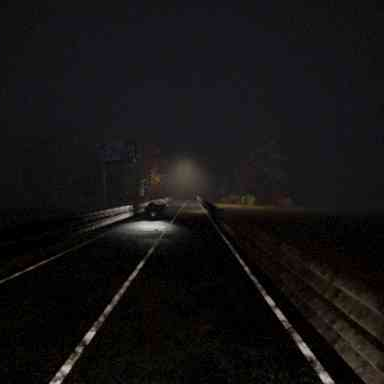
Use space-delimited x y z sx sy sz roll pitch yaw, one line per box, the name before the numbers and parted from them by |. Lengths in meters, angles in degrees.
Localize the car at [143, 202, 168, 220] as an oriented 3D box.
car | -3.225 1.652 30.178 2.128 1.511 4.902 0 0 0
